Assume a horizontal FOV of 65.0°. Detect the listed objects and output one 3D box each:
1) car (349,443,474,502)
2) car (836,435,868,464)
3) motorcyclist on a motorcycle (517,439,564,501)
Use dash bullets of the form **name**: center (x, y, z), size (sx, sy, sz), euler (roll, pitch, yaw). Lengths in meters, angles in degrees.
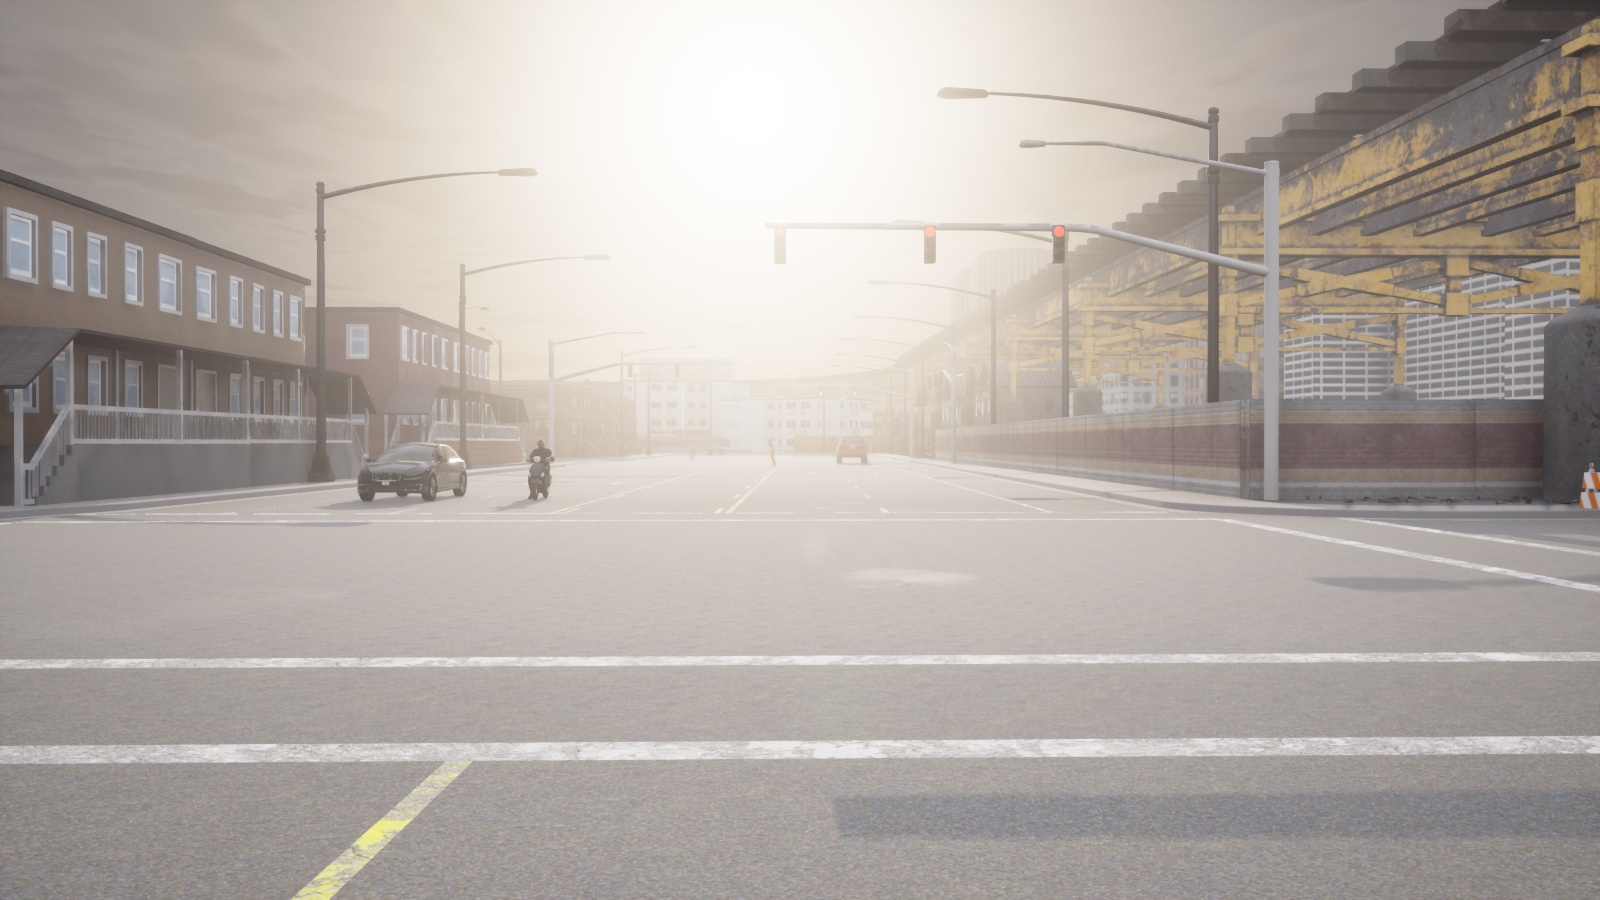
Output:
- **car**: center (-10.382, 0.552, 33.928), size (1.837, 1.490, 4.892), euler (0, 0, 0)
- **car**: center (3.788, -0.053, 92.454), size (2.150, 2.045, 5.566), euler (0, 0, 0)
- **motorcyclist on a motorcycle**: center (-6.884, 0.506, 33.335), size (0.866, 1.590, 1.817), euler (0, 0, 0)
